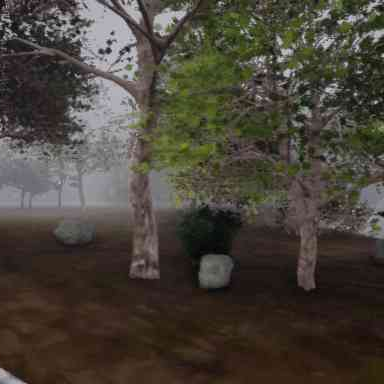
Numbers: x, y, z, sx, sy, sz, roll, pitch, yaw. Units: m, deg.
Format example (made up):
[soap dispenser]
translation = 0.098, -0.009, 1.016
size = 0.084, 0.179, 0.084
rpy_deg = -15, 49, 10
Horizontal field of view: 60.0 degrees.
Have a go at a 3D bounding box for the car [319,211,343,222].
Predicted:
[car]
translation = 10.538, 1.577, 25.184
size = 2.033, 1.411, 5.357
rpy_deg = 0, 0, 9
